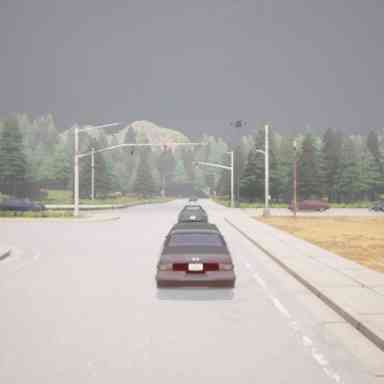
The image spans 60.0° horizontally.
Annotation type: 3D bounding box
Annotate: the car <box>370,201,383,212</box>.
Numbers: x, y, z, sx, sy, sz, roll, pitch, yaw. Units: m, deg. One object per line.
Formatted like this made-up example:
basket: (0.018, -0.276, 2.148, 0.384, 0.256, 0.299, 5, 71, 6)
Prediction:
car: (23.437, 1.570, 38.654, 4.902, 1.511, 2.128, 0, 0, 1)

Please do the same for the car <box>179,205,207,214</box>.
car: (0.062, 1.610, 23.381, 1.994, 1.385, 4.181, 0, 0, 0)

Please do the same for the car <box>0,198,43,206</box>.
car: (-18.093, 1.468, 35.667, 4.553, 1.767, 2.097, 0, 0, 1)

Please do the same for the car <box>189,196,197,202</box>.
car: (0.175, 1.698, 81.666, 2.033, 1.411, 5.357, 0, 0, 2)

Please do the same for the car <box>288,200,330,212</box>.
car: (13.573, 1.615, 38.822, 4.674, 1.442, 1.812, 0, 0, 1)

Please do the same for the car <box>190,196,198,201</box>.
car: (0.558, 1.773, 92.130, 1.895, 1.301, 4.718, 0, 0, 2)

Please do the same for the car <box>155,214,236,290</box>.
car: (0.075, 1.567, 9.254, 2.033, 1.411, 5.357, 0, 0, 0)
